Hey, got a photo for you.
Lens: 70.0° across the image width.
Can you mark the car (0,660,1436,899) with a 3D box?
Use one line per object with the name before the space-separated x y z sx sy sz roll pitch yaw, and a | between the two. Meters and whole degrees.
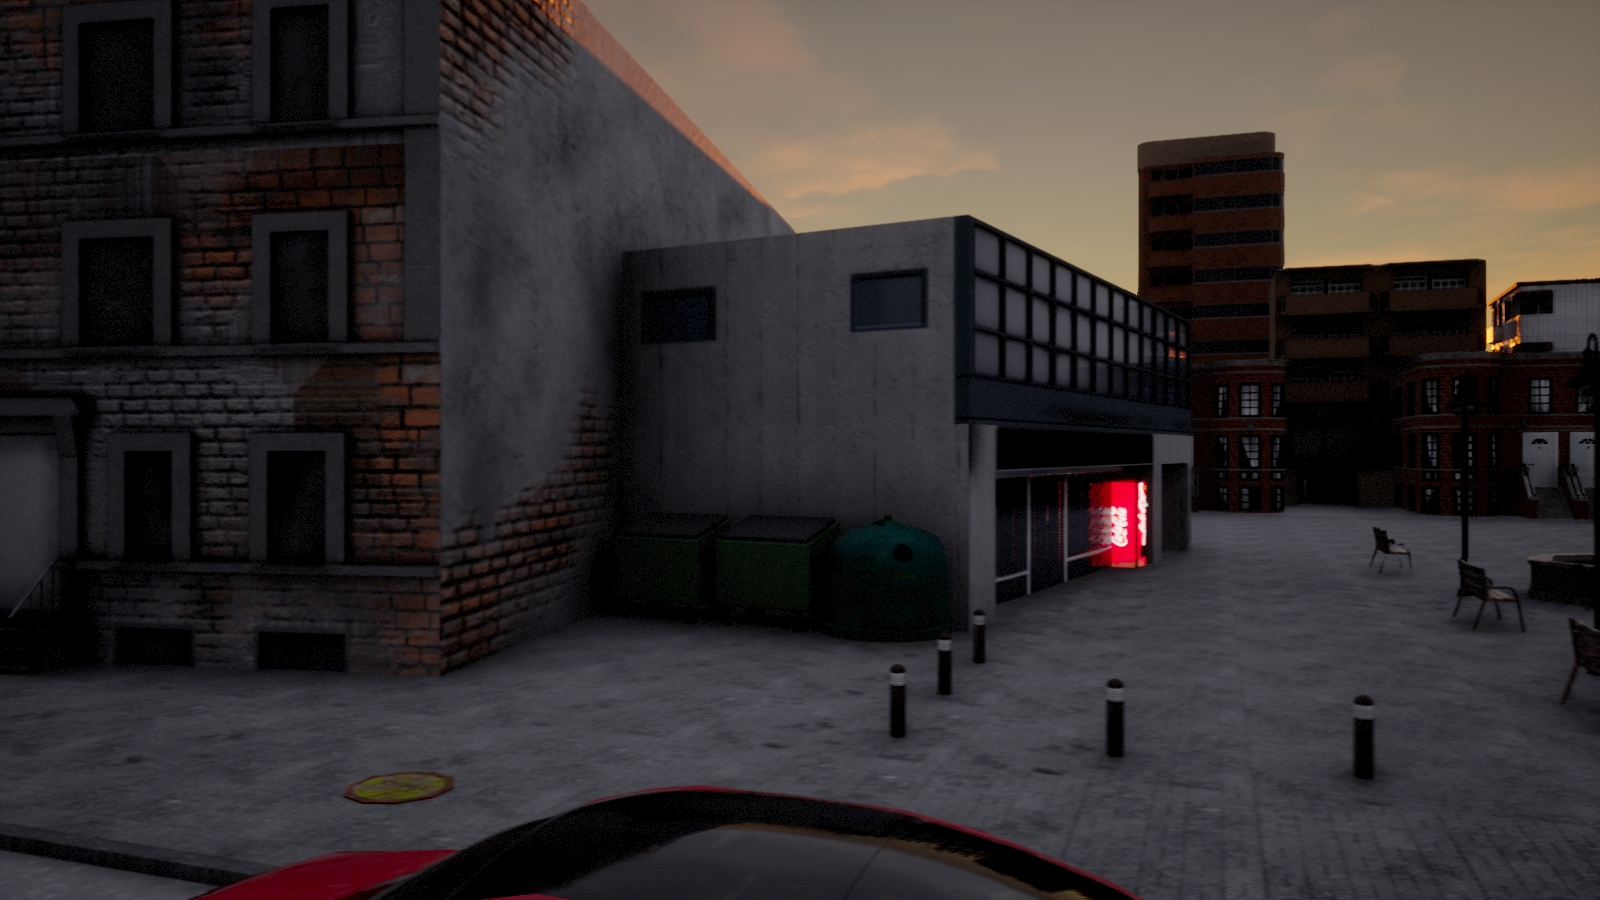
car | -0.591 1.842 4.048 4.892 1.480 2.231 0 0 20
